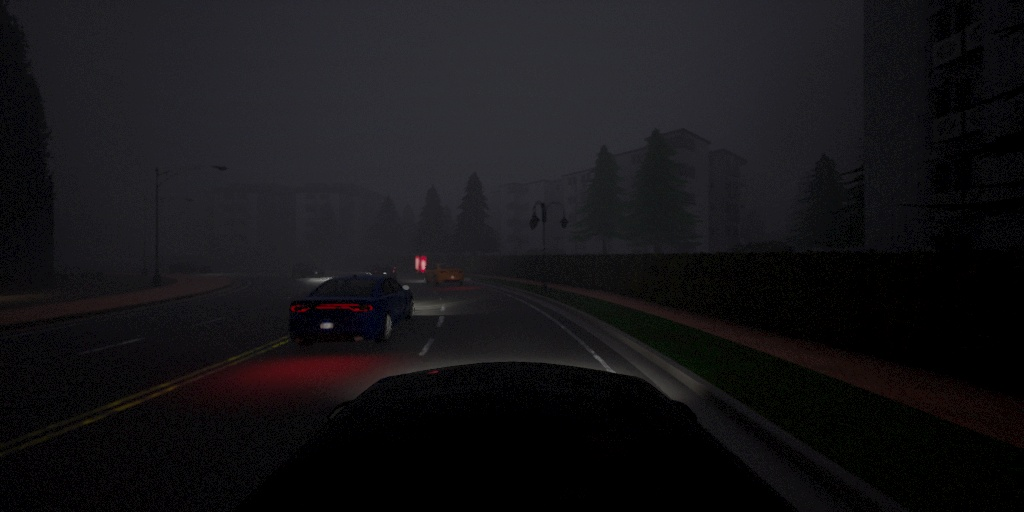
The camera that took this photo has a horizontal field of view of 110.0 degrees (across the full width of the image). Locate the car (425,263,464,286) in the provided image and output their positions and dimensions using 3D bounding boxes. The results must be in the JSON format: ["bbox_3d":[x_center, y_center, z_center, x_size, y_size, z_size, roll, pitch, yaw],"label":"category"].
[{"bbox_3d":[-4.915,1.250,25.712,1.882,1.535,5.008,0,-1,-24],"label":"car"}]

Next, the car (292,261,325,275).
[{"bbox_3d":[-19.539,1.272,34.318,4.902,1.511,2.128,0,0,44],"label":"car"}]

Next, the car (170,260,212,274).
[{"bbox_3d":[-36.983,1.265,41.351,5.008,1.535,1.882,0,0,18],"label":"car"}]

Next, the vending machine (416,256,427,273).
[{"bbox_3d":[-10.378,0.981,40.954,1.100,2.100,0.880,0,0,-43],"label":"vending machine"}]

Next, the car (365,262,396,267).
[{"bbox_3d":[-10.753,1.339,29.094,1.994,1.385,4.181,0,0,-31],"label":"car"}]

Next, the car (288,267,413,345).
[{"bbox_3d":[-3.928,1.235,9.589,1.882,1.535,5.008,0,0,-6],"label":"car"}]
